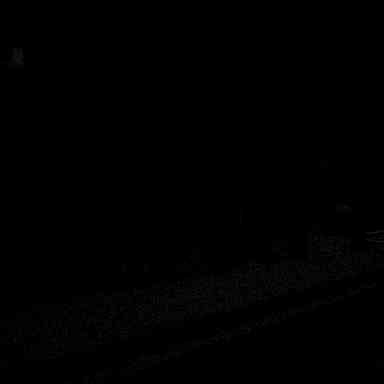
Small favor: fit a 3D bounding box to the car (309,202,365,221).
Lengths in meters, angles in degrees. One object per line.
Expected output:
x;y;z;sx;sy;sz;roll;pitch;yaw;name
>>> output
10.817;1.456;26.020;1.752;1.417;4.829;0;0;-35;car
